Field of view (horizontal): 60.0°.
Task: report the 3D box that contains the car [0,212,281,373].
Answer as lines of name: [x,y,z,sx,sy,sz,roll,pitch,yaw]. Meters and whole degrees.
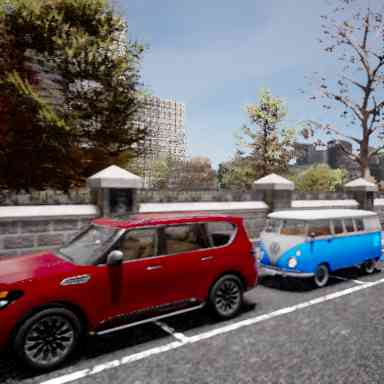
car: [-1.009,1.329,5.841,5.009,1.841,2.192,0,0,-36]

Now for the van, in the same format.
van: [3.573,1.387,9.115,3.998,1.788,1.690,0,0,-36]
